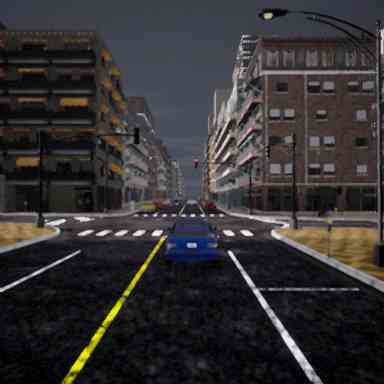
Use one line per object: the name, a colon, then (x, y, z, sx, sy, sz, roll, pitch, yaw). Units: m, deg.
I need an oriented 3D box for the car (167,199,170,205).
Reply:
car: (-5.705, 2.306, 76.456, 1.752, 1.417, 4.829, 1, -1, 0)

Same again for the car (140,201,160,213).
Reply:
car: (-5.695, 1.965, 43.317, 1.752, 1.417, 4.829, 1, -1, 0)

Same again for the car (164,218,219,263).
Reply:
car: (0.007, 1.675, 12.526, 2.033, 1.411, 5.357, 0, -1, 0)

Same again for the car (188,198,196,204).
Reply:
car: (-0.024, 2.329, 85.263, 2.128, 1.511, 4.902, 0, -1, 0)

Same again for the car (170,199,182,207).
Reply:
car: (-3.022, 2.220, 68.202, 1.812, 1.442, 4.674, 0, -1, 0)

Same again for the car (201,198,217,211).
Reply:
car: (2.684, 2.044, 48.998, 1.887, 1.381, 4.507, 1, -1, 0)

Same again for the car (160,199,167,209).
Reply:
car: (-5.699, 2.100, 54.533, 1.887, 1.381, 4.507, 1, -1, 0)

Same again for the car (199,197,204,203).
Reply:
car: (2.683, 1.996, 54.523, 1.967, 1.590, 4.097, 1, -1, 0)

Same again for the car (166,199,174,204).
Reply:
car: (-5.708, 2.443, 87.672, 1.887, 1.381, 4.507, 1, -1, 0)

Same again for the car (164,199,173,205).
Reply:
car: (-5.707, 2.391, 82.149, 2.008, 1.369, 4.403, 1, -1, 0)

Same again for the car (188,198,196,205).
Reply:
car: (-0.021, 2.364, 75.286, 1.895, 1.301, 4.718, 0, -1, 0)
